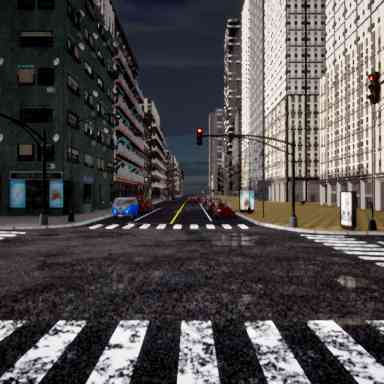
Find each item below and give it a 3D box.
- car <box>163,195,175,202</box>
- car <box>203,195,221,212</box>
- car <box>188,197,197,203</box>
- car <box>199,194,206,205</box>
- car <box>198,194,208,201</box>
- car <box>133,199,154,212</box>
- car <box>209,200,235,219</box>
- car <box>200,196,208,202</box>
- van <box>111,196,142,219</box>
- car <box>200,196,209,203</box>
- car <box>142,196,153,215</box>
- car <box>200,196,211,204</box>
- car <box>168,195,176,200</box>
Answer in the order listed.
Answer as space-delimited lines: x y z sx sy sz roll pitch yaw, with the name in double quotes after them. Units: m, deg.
-5.649 1.486 78.159 1.967 1.590 4.097 0 0 0 "car"
2.715 1.452 39.462 1.967 1.590 4.097 0 0 0 "car"
0.129 1.637 69.709 1.895 1.301 4.718 0 0 0 "car"
2.722 1.463 56.044 1.967 1.590 4.097 0 0 0 "car"
2.734 1.367 83.683 2.192 1.841 5.009 0 0 0 "car"
-5.667 1.557 39.467 1.887 1.381 4.507 0 0 0 "car"
2.709 1.589 28.406 1.802 1.307 4.206 0 0 0 "car"
2.730 1.627 78.155 1.802 1.307 4.206 0 0 0 "car"
-5.670 1.348 28.411 1.690 1.788 3.998 0 0 0 "van"
2.728 1.584 72.627 1.887 1.381 4.507 0 0 0 "car"
-5.667 1.325 33.939 2.192 1.841 5.009 0 0 0 "car"
2.726 1.585 67.100 2.008 1.369 4.403 0 0 0 "car"
-5.643 1.632 94.742 1.947 1.339 4.313 0 0 0 "car"
